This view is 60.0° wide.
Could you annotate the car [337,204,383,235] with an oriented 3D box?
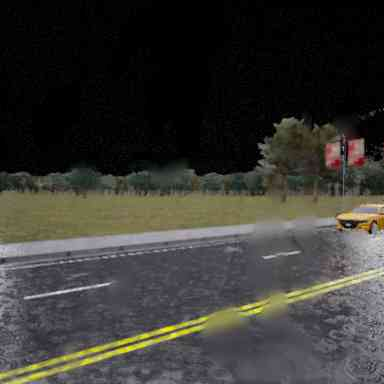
[{"bbox_3d":[10.250,1.458,18.970,5.008,1.535,1.882,0,0,-35],"label":"car"}]
